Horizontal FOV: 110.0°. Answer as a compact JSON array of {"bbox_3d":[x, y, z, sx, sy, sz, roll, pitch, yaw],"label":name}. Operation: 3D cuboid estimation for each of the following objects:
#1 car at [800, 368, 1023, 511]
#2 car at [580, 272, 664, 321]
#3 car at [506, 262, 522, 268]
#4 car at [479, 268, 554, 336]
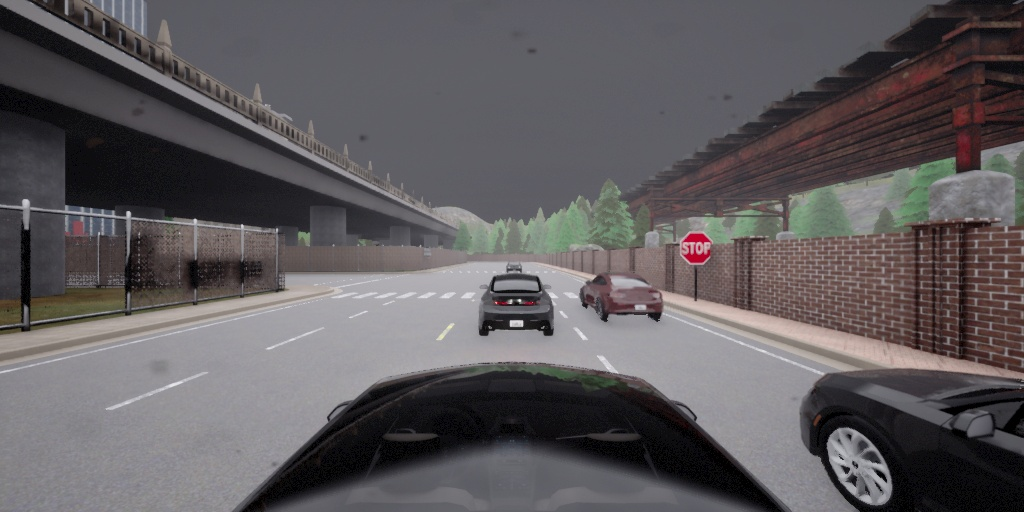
[{"bbox_3d":[3.600,1.255,1.332,1.837,1.490,4.892,0,0,0],"label":"car"},{"bbox_3d":[3.625,1.275,12.402,1.812,1.442,4.674,0,0,0],"label":"car"},{"bbox_3d":[0.246,1.351,44.121,1.895,1.301,4.718,0,0,0],"label":"car"},{"bbox_3d":[0.105,1.255,10.378,1.837,1.490,4.892,0,0,0],"label":"car"}]
